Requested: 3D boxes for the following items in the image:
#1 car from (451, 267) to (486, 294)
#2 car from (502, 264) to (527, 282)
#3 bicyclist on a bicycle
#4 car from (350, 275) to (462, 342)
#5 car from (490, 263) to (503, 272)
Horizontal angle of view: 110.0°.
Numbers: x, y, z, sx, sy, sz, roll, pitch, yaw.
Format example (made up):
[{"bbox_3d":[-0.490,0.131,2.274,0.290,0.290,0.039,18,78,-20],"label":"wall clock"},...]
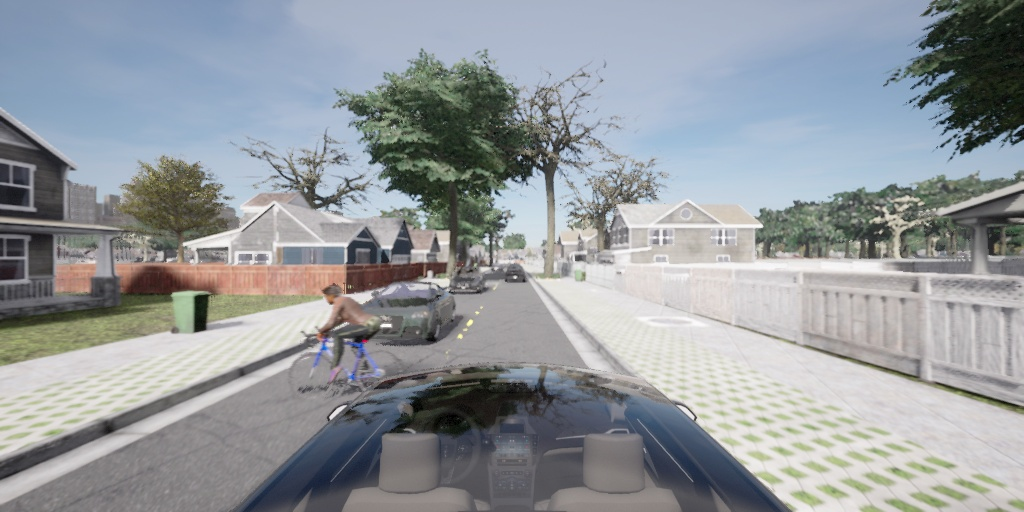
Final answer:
[{"bbox_3d":[-2.695,1.471,22.356,1.837,1.490,4.892,0,1,0],"label":"car"},{"bbox_3d":[0.296,1.601,33.702,1.837,1.490,4.892,0,0,1],"label":"car"},{"bbox_3d":[-2.375,1.239,5.097,1.656,1.620,0.582,-2,-1,0],"label":"bicyclist on a bicycle"},{"bbox_3d":[-2.795,1.403,9.984,1.994,1.385,4.181,0,-1,1],"label":"car"},{"bbox_3d":[-2.426,1.839,58.245,2.128,1.511,4.902,0,0,1],"label":"car"}]
